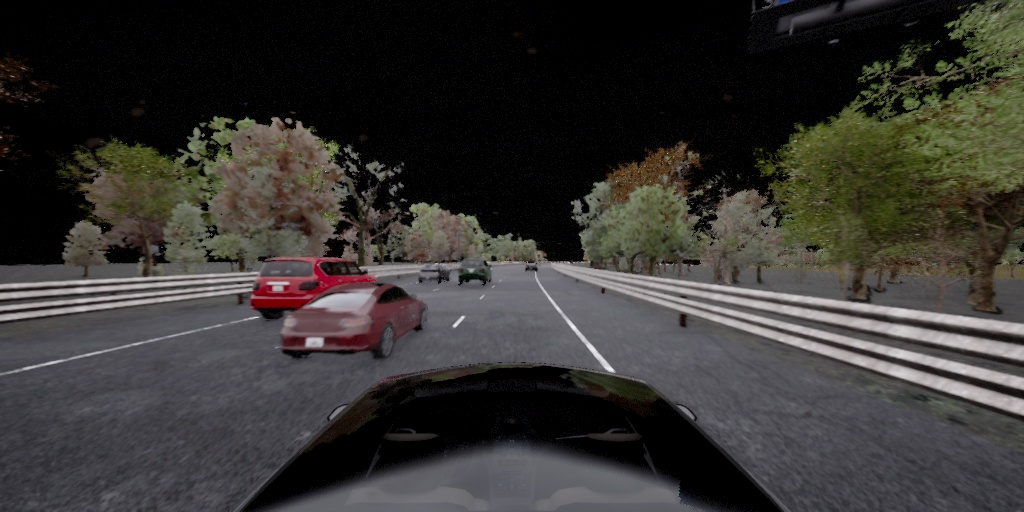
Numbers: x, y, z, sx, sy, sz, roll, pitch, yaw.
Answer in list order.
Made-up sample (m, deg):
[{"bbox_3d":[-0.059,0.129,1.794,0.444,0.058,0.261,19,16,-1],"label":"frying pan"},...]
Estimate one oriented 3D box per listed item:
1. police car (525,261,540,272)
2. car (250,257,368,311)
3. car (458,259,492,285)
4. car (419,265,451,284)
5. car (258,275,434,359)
[{"bbox_3d":[3.105,1.763,58.143,1.930,1.638,5.238,0,-1,4],"label":"police car"},{"bbox_3d":[-6.805,1.071,13.158,2.150,2.045,5.566,0,-1,1],"label":"car"},{"bbox_3d":[-2.911,1.238,29.010,2.150,2.045,5.566,0,-1,2],"label":"car"},{"bbox_3d":[-6.374,1.511,29.934,2.128,1.511,4.902,0,-1,2],"label":"car"},{"bbox_3d":[-3.359,1.335,8.441,1.812,1.442,4.674,0,-1,0],"label":"car"}]
